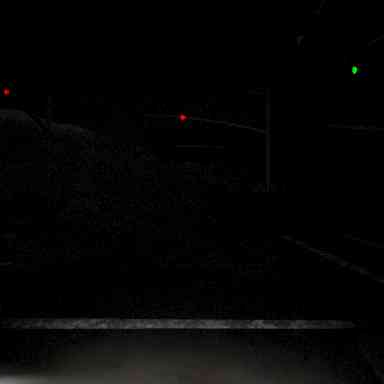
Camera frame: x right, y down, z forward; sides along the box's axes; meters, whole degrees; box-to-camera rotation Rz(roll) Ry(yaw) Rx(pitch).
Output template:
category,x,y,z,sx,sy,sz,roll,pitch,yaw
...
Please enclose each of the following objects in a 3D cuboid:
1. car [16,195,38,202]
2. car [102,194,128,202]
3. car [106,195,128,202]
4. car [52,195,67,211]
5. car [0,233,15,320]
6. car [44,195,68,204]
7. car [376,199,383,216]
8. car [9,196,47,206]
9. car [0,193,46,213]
category,x,y,z,sx,sy,sz,roll,pitch,yaw
car,-35.171,1.384,70.870,3.806,1.475,1.970,0,0,-1
car,-16.505,1.330,70.852,5.027,1.636,2.152,0,0,-1
car,-16.579,1.339,73.988,4.514,1.523,2.007,0,0,-1
car,-16.218,1.361,36.595,3.806,1.475,1.970,0,0,-1
car,-4.427,1.413,6.012,1.837,1.490,4.892,3,1,-25
car,-24.097,1.319,58.953,3.633,1.501,1.845,0,0,-1
car,17.197,1.480,32.953,2.242,1.667,4.611,0,0,-1
car,-24.071,1.298,48.960,4.514,1.523,2.007,0,0,-1
car,-16.806,1.077,33.267,3.866,1.878,1.905,0,0,-1
